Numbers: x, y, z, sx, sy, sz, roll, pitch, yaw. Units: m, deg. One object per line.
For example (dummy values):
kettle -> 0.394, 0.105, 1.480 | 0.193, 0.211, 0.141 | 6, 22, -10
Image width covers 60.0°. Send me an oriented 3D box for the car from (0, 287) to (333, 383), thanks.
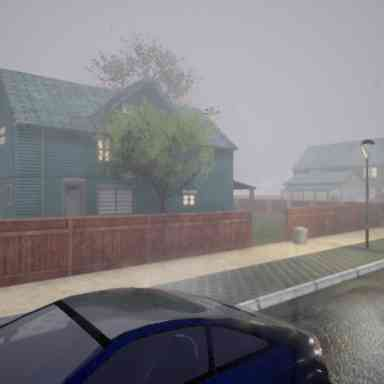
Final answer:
car -> -0.744, 1.564, 2.492 | 4.181, 1.385, 1.994 | 0, 0, -39
